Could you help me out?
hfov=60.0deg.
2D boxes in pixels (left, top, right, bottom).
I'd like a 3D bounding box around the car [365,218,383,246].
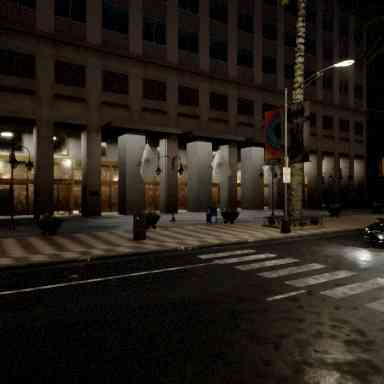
[{"bbox_3d":[9.321,1.505,14.134,4.892,1.490,1.837,0,0,-33],"label":"car"}]
